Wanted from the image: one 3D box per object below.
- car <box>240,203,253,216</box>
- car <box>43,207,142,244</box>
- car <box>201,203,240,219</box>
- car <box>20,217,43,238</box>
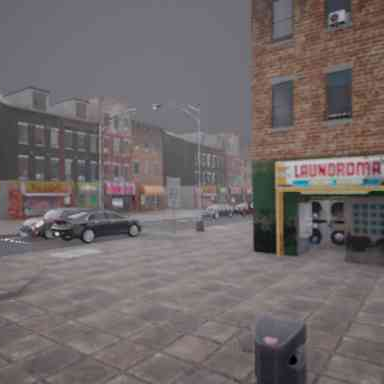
[{"bbox_3d":[5.499,1.823,35.763,1.887,1.381,4.507,-1,-1,35],"label":"car"},{"bbox_3d":[-4.653,1.642,16.892,1.837,1.490,4.892,-1,-1,35],"label":"car"},{"bbox_3d":[2.355,1.798,31.332,2.008,1.369,4.403,-1,-1,35],"label":"car"},{"bbox_3d":[-7.080,1.596,18.038,1.967,1.590,4.097,-1,-1,35],"label":"car"}]
